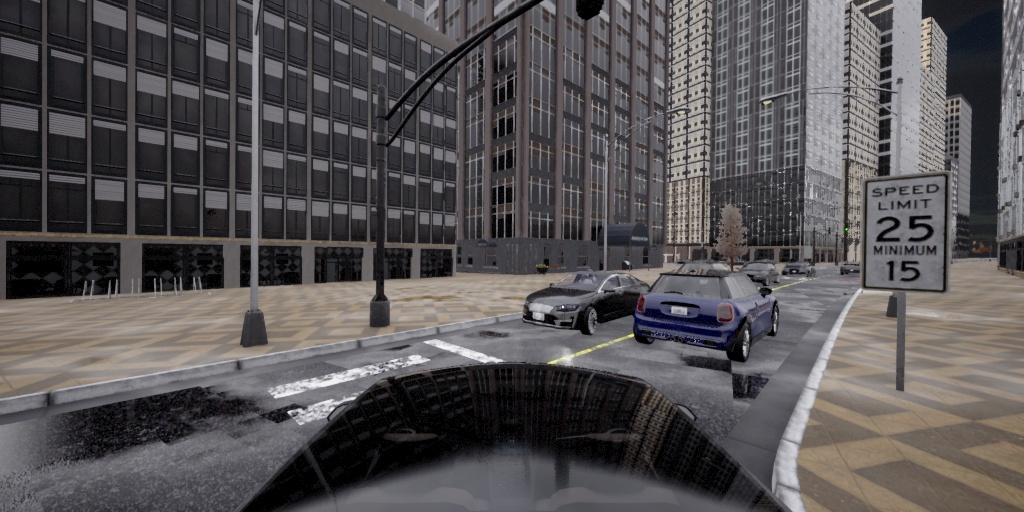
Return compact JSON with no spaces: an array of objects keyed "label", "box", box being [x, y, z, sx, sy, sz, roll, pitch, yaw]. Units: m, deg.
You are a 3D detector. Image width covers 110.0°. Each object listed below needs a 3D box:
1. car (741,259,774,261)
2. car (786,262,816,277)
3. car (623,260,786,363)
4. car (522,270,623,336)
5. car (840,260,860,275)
[{"label":"car","box":[16.586,1.176,24.268,4.892,1.490,1.837,0,1,-43]},{"label":"car","box":[26.803,1.216,33.479,4.181,1.385,1.994,0,1,-41]},{"label":"car","box":[4.773,1.089,8.537,2.097,1.767,4.553,1,1,45]},{"label":"car","box":[2.353,1.189,10.431,2.128,1.511,4.902,1,1,44]},{"label":"car","box":[34.486,1.172,36.012,4.902,1.511,2.128,0,1,-41]}]
